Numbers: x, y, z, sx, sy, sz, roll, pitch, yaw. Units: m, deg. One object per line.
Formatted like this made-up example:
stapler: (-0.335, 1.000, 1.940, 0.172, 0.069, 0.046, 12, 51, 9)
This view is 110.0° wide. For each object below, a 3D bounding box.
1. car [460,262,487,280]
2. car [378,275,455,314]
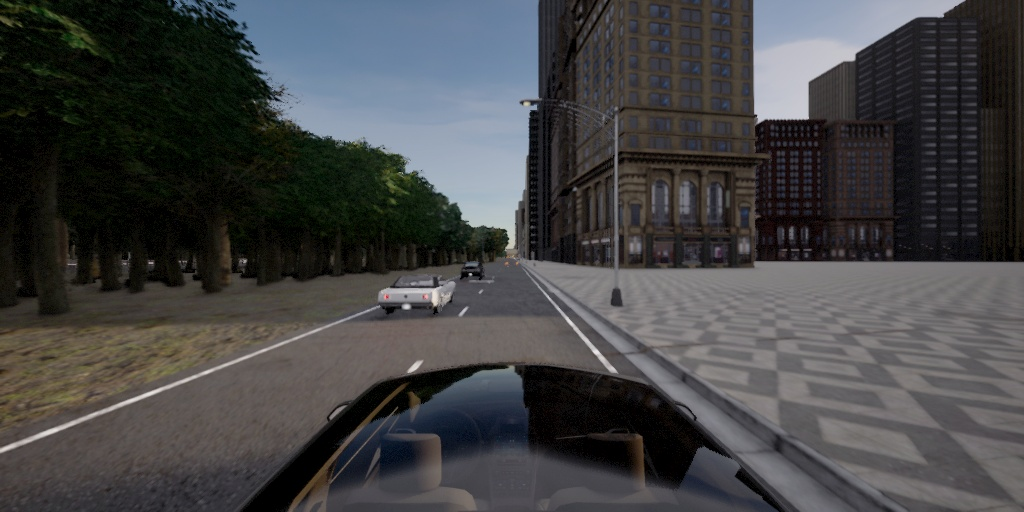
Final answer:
car: (-3.387, 1.261, 31.644, 1.837, 1.490, 4.892, 0, 0, 0)
car: (-3.394, 1.354, 13.775, 1.895, 1.301, 4.718, 0, 0, 0)
